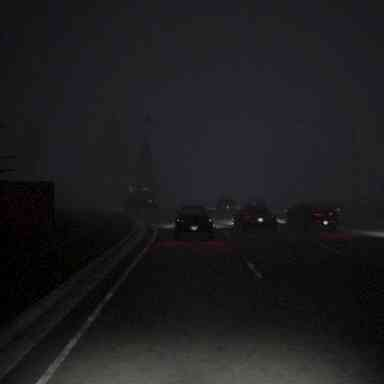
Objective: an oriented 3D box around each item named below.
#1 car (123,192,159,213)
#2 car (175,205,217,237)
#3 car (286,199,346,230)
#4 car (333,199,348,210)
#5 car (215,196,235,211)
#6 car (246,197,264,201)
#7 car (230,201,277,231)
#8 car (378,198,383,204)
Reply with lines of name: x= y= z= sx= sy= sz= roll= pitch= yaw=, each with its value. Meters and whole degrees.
car: x=-5.300 y=0.978 z=34.192 sx=2.150 sy=2.045 sz=5.566 roll=0 pitch=0 yaw=-29
car: x=0.097 y=1.403 z=17.123 sx=1.812 sy=1.442 sz=4.674 roll=0 pitch=0 yaw=0
car: x=7.097 y=1.361 z=20.088 sx=1.837 sy=1.490 sz=4.892 roll=0 pitch=0 yaw=0
car: x=14.094 y=1.357 z=34.264 sx=1.895 sy=1.301 sz=4.718 roll=0 pitch=0 yaw=0
car: x=3.594 y=1.249 z=35.907 sx=1.837 sy=1.490 sz=4.892 roll=0 pitch=0 yaw=0
car: x=7.080 y=1.263 z=36.855 sx=1.812 sy=1.442 sz=4.674 roll=0 pitch=0 yaw=0
car: x=3.596 y=1.425 z=19.467 sx=1.994 sy=1.385 sz=4.181 roll=0 pitch=0 yaw=0
car: x=31.063 y=1.165 z=50.798 sx=4.674 sy=1.442 sz=1.812 roll=0 pitch=0 yaw=29
